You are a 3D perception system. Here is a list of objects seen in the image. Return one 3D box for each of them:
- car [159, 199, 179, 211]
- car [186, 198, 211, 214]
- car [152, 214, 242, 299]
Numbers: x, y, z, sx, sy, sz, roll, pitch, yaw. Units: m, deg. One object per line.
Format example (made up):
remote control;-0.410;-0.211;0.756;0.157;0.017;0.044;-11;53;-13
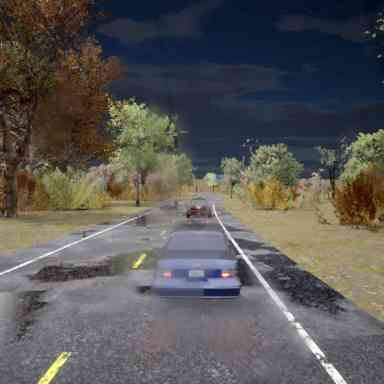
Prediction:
car;-2.656;1.521;39.574;1.994;1.385;4.181;0;0;3
car;0.641;1.326;29.930;2.097;1.767;4.553;0;0;2
car;0.139;1.542;8.622;2.033;1.411;5.357;0;0;1
